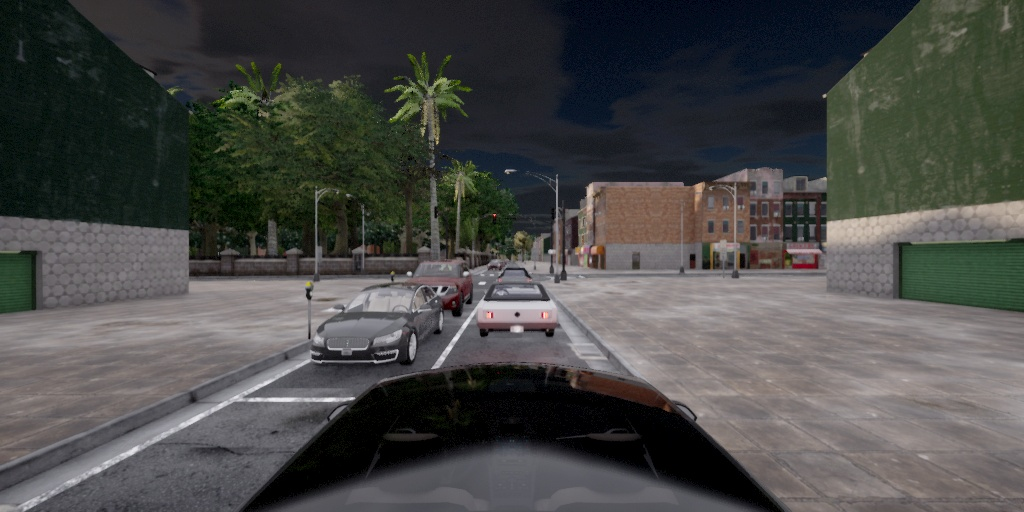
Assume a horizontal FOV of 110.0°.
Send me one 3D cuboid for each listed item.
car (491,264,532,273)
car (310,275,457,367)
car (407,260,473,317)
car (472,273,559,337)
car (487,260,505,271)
[{"bbox_3d":[0.164,1.319,19.396,1.994,1.385,4.181,0,0,2],"label":"car"},{"bbox_3d":[-2.619,1.299,7.883,2.007,1.370,4.403,0,0,0],"label":"car"},{"bbox_3d":[-2.602,1.065,13.346,2.192,1.841,5.009,0,0,0],"label":"car"},{"bbox_3d":[0.126,1.350,10.224,1.895,1.301,4.718,0,0,0],"label":"car"},{"bbox_3d":[-2.480,1.278,51.493,1.967,1.591,4.097,0,0,0],"label":"car"}]
